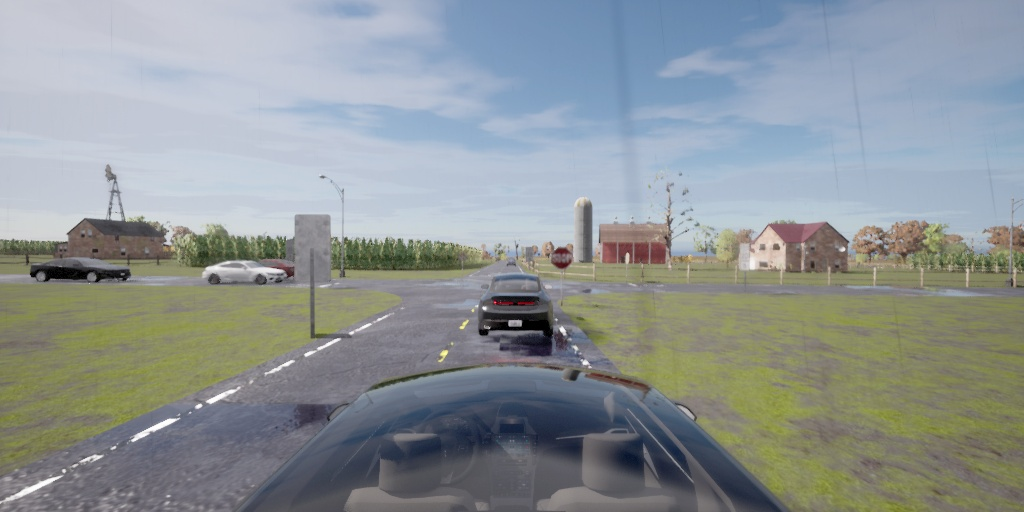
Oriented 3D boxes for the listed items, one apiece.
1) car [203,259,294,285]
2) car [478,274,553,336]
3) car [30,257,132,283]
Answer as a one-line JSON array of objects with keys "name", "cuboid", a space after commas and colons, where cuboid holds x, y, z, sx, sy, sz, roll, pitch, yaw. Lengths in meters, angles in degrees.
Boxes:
[{"name": "car", "cuboid": [-17.005, 1.056, 22.906, 4.674, 1.442, 1.812, 1, 1, 0]}, {"name": "car", "cuboid": [0.130, 1.249, 10.378, 1.837, 1.490, 4.892, 0, 0, 1]}, {"name": "car", "cuboid": [-27.345, 0.854, 22.849, 5.008, 1.535, 1.882, 1, 1, -1]}]
